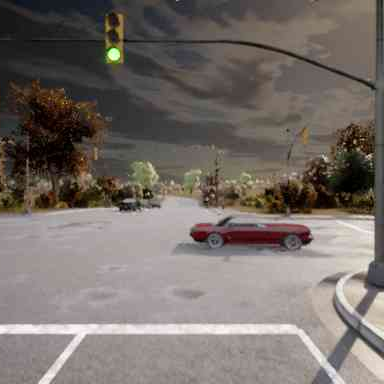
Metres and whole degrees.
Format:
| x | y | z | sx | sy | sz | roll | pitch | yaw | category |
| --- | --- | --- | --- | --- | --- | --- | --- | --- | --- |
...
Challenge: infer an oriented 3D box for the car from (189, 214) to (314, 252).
| x | y | z | sx | sy | sz | roll | pitch | yaw | category |
| --- | --- | --- | --- | --- | --- | --- | --- | --- | --- |
| 2.336 | 1.567 | 13.408 | 4.718 | 1.301 | 1.895 | 0 | 0 | 7 | car |

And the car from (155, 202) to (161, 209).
| x | y | z | sx | sy | sz | roll | pitch | yaw | category |
| --- | --- | --- | --- | --- | --- | --- | --- | --- | --- |
| -7.032 | 2.559 | 64.891 | 2.033 | 1.411 | 5.357 | 0 | -3 | 0 | car |

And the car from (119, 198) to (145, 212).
| x | y | z | sx | sy | sz | roll | pitch | yaw | category |
| --- | --- | --- | --- | --- | --- | --- | --- | --- | --- |
| -7.116 | 1.454 | 38.532 | 1.882 | 1.535 | 5.008 | 0 | -1 | 1 | car |

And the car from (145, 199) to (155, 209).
| x | y | z | sx | sy | sz | roll | pitch | yaw | category |
| --- | --- | --- | --- | --- | --- | --- | --- | --- | --- |
| -7.105 | 1.803 | 48.976 | 1.837 | 1.490 | 4.892 | 0 | -2 | 1 | car |
